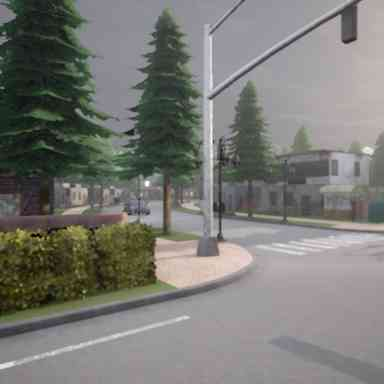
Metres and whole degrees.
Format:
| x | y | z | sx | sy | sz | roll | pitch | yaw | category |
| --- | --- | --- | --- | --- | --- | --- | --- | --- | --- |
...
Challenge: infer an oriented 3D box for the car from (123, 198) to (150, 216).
| x | y | z | sx | sy | sz | roll | pitch | yaw | category |
| --- | --- | --- | --- | --- | --- | --- | --- | --- | --- |
| -5.719 | 1.484 | 34.126 | 2.097 | 1.767 | 4.553 | 0 | 0 | -21 | car |

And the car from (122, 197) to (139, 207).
| x | y | z | sx | sy | sz | roll | pitch | yaw | category |
| --- | --- | --- | --- | --- | --- | --- | --- | --- | --- |
| -10.203 | 1.666 | 55.765 | 2.033 | 1.411 | 5.357 | 0 | 0 | -1 | car |
